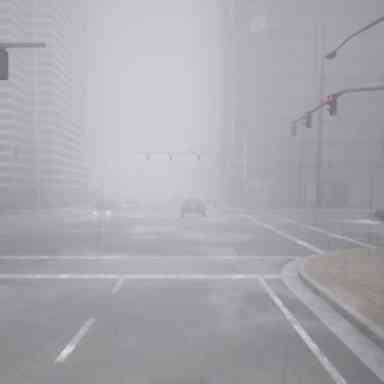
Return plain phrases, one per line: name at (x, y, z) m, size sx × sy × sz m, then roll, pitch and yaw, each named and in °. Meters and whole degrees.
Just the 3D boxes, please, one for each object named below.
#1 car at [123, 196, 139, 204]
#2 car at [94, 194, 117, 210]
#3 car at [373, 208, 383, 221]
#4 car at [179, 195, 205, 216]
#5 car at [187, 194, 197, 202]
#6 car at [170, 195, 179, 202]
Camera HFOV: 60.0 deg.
car at (-10.533, 1.407, 57.930) m, size 2.033 × 1.411 × 5.357 m, roll 0°, pitch 0°, yaw 1°
car at (-10.582, 1.378, 41.112) m, size 1.882 × 1.535 × 5.008 m, roll 0°, pitch 0°, yaw 0°
car at (15.806, 1.505, 24.625) m, size 4.181 × 1.385 × 1.994 m, roll 0°, pitch 0°, yaw 0°
car at (0.098, 1.276, 31.457) m, size 2.097 × 1.767 × 4.553 m, roll 0°, pitch 0°, yaw 0°
car at (-0.002, 1.290, 68.187) m, size 1.882 × 1.535 × 5.008 m, roll 0°, pitch 0°, yaw 0°
car at (-3.502, 1.314, 68.185) m, size 2.128 × 1.511 × 4.902 m, roll 0°, pitch 0°, yaw 0°
